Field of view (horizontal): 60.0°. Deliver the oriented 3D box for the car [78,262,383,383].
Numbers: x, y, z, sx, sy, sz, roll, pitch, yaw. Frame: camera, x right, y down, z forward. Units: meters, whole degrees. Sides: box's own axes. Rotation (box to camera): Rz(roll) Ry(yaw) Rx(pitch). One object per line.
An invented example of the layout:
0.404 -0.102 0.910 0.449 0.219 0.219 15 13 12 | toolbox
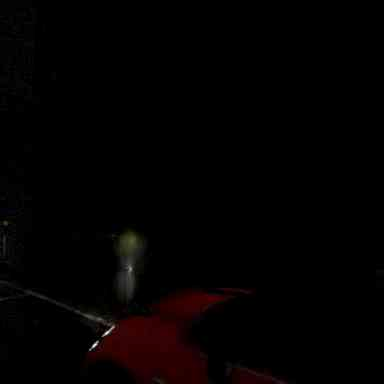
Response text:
1.120 1.379 2.547 4.553 1.767 2.097 0 0 39 | car
